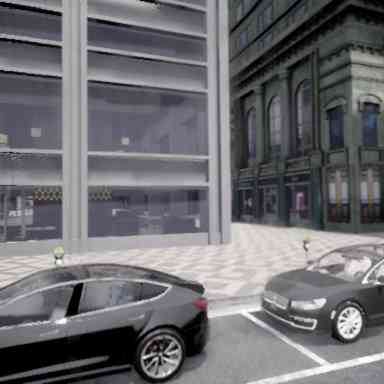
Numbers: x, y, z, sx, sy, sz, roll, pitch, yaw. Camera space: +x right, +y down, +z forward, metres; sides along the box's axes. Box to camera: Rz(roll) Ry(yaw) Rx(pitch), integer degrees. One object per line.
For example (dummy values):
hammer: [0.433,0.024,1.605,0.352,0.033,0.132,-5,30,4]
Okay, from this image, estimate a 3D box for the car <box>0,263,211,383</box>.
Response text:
car: [-1.846,1.733,4.514,4.313,1.339,1.947,0,-2,-20]

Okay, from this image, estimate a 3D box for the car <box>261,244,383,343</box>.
car: [3.446,1.731,6.454,4.403,1.369,2.008,0,-2,-20]
